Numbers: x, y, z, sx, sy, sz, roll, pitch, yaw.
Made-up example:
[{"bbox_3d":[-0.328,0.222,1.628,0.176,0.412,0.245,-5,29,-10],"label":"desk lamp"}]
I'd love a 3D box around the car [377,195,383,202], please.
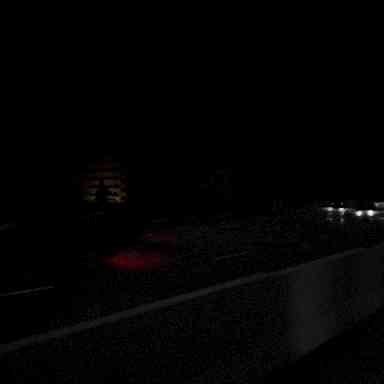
[{"bbox_3d":[38.939,1.408,68.469,1.837,1.490,4.892,-1,0,26],"label":"car"}]

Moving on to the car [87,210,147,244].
[{"bbox_3d":[-4.271,1.530,14.197,4.902,1.511,2.128,0,0,-40],"label":"car"}]

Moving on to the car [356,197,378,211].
[{"bbox_3d":[21.644,1.598,41.463,1.994,1.385,4.181,-1,0,27],"label":"car"}]

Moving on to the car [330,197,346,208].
[{"bbox_3d":[21.454,1.574,48.888,1.837,1.490,4.892,-1,-1,27],"label":"car"}]

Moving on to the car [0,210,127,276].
[{"bbox_3d":[-4.644,1.506,9.462,5.008,1.535,1.882,0,0,-37],"label":"car"}]
